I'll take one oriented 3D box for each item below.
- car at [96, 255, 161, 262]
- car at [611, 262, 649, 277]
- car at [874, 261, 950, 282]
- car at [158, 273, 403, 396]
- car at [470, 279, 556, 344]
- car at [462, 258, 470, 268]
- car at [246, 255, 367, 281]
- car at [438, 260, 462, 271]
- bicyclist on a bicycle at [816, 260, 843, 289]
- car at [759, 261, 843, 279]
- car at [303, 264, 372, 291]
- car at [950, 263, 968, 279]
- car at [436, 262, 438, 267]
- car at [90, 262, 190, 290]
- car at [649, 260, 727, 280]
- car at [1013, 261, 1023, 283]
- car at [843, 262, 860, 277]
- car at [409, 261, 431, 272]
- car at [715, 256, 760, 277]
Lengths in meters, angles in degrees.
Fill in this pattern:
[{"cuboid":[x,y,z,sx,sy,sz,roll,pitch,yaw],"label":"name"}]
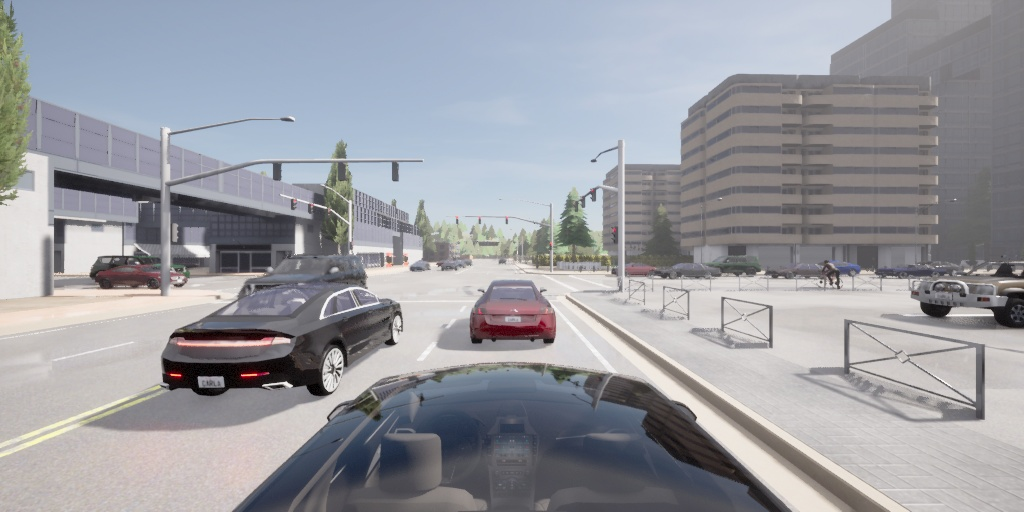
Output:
[{"cuboid":[-26.447,0.971,25.579,5.566,2.045,2.150,0,0,-1],"label":"car"},{"cuboid":[11.742,1.314,34.576,4.181,1.385,1.994,0,0,-2],"label":"car"},{"cuboid":[35.165,1.351,31.761,4.718,1.301,1.895,0,0,-2],"label":"car"},{"cuboid":[-3.475,1.242,6.564,2.128,1.511,4.902,0,0,0],"label":"car"},{"cuboid":[0.010,1.314,9.623,1.994,1.385,4.181,0,0,0],"label":"car"},{"cuboid":[-8.633,1.297,59.232,2.033,1.411,5.357,0,0,-1],"label":"car"},{"cuboid":[-7.226,0.971,13.145,2.150,2.045,5.566,0,0,-1],"label":"car"},{"cuboid":[-8.369,1.314,48.935,1.994,1.385,4.181,0,0,-2],"label":"car"},{"cuboid":[17.925,1.052,20.271,0.582,1.620,1.656,0,0,-2],"label":"bicyclist on a bicycle"},{"cuboid":[25.302,1.297,31.479,5.357,1.411,2.033,0,0,-2],"label":"car"},{"cuboid":[-10.992,1.297,23.155,2.033,1.411,5.357,0,0,-2],"label":"car"},{"cuboid":[41.227,1.255,35.414,4.892,1.490,1.837,0,0,-1],"label":"car"},{"cuboid":[-12.244,1.351,64.029,1.895,1.301,4.718,0,0,-1],"label":"car"},{"cuboid":[-22.890,1.276,22.183,4.674,1.442,1.812,0,0,0],"label":"car"},{"cuboid":[15.232,1.297,31.179,5.357,1.411,2.033,0,0,-2],"label":"car"},{"cuboid":[43.298,1.314,28.363,4.181,1.385,1.994,0,0,-1],"label":"car"},{"cuboid":[31.111,1.228,35.150,5.008,1.535,1.882,0,0,-2],"label":"car"},{"cuboid":[-11.797,1.297,46.328,2.033,1.411,5.357,0,0,-2],"label":"car"},{"cuboid":[21.085,0.971,34.857,5.566,2.045,2.150,0,0,-2],"label":"car"}]
